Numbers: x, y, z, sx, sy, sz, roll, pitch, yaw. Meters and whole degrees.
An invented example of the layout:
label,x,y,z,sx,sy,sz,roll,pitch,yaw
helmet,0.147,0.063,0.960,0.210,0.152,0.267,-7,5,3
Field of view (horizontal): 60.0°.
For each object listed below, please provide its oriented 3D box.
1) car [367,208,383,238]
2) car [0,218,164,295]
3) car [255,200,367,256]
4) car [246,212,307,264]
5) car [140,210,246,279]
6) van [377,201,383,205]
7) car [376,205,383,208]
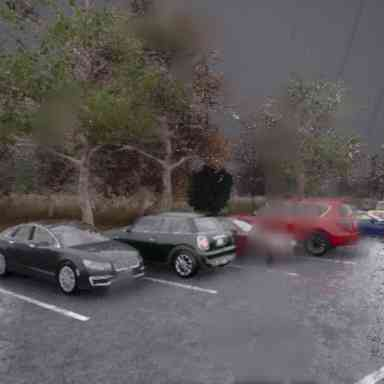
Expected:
label,x,y,z,sx,sy,sz,roll,pitch,yaw
car,8.813,1.714,17.212,4.674,1.452,2.002,-1,-2,36
car,-3.408,1.507,8.776,4.892,1.521,2.231,-1,-1,35
car,3.880,1.353,13.882,5.566,2.045,2.435,-1,-1,35
car,1.462,1.611,12.178,4.674,1.452,2.002,-1,-2,35
car,-0.952,1.412,10.455,4.553,1.767,2.185,-1,-1,35
van,13.845,1.521,20.458,4.442,1.987,1.878,-1,-2,36
car,11.429,1.706,18.762,5.366,1.575,1.946,-1,-2,36
